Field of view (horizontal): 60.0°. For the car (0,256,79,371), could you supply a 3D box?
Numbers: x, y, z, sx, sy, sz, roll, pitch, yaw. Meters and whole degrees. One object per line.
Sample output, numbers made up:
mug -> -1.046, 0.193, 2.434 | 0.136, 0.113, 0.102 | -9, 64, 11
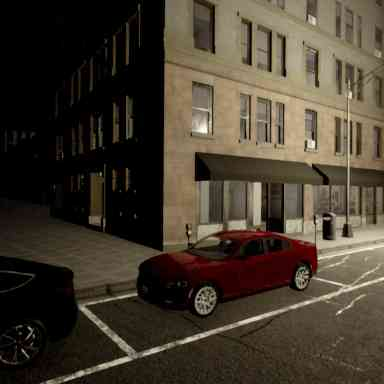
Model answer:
car -> -3.665, 1.566, 4.144 | 4.313, 1.339, 1.947 | 0, 1, -35

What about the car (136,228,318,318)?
car -> 0.956, 1.545, 7.434 | 4.507, 1.381, 1.887 | 0, 1, -35
